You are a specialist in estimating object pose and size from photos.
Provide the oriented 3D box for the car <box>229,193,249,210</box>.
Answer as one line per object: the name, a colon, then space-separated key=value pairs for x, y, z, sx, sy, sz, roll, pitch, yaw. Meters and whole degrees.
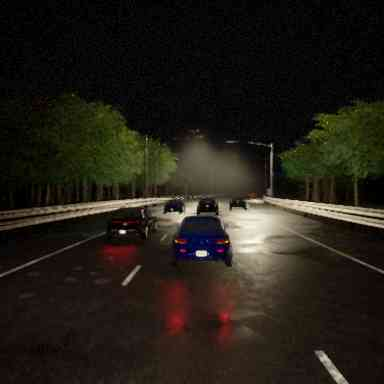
car: x=5.919 y=1.317 z=43.327 sx=2.097 sy=1.767 sz=4.553 roll=0 pitch=0 yaw=7

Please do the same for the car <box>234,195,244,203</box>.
car: x=10.309 y=1.494 z=72.426 sx=1.837 sy=1.490 sz=4.892 roll=0 pitch=0 yaw=11

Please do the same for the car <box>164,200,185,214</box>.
car: x=-1.779 y=1.523 z=34.820 sx=1.812 sy=1.442 sz=4.674 roll=0 pitch=0 yaw=5

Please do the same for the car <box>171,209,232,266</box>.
car: x=0.327 y=1.528 z=11.465 sx=1.812 sy=1.442 sz=4.674 roll=0 pitch=0 yaw=2

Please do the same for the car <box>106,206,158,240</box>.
car: x=-2.958 y=1.504 z=17.080 sx=1.837 sy=1.490 sz=4.892 roll=0 pitch=0 yaw=3

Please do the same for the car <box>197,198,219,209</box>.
car: x=1.636 y=1.353 z=33.610 sx=2.097 sy=1.767 sz=4.553 roll=0 pitch=0 yaw=5
